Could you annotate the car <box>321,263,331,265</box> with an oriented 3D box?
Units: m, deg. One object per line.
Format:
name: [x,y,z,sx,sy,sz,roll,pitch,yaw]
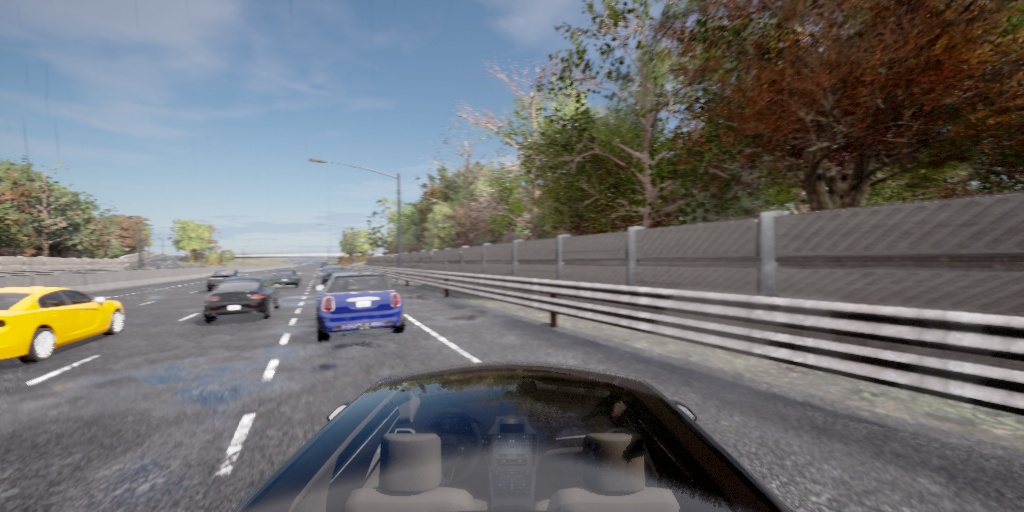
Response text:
car: [-23.861,1.983,46.910,1.882,1.535,5.008,-1,-1,-28]

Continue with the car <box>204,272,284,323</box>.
car: [-9.963,1.520,13.493,1.812,1.442,4.674,-1,-1,-28]

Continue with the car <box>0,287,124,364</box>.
car: [-11.112,1.440,8.196,1.882,1.535,5.008,-1,-1,-28]

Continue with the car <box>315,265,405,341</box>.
car: [-4.704,1.248,10.832,2.097,1.767,4.553,-1,-1,-28]

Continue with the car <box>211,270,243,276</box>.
car: [-20.775,1.756,26.394,2.128,1.511,4.902,-1,-1,-28]

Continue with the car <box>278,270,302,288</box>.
car: [-18.056,1.812,28.737,1.994,1.385,4.181,-1,-1,-28]
